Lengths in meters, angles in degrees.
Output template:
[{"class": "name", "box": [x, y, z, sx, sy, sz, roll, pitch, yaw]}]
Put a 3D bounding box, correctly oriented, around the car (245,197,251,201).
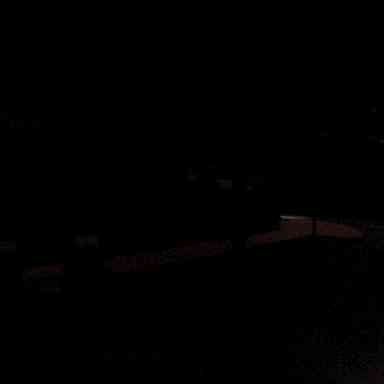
[{"class": "car", "box": [4.529, 1.195, 29.834, 4.553, 1.767, 2.097, 0, 0, 42]}]
